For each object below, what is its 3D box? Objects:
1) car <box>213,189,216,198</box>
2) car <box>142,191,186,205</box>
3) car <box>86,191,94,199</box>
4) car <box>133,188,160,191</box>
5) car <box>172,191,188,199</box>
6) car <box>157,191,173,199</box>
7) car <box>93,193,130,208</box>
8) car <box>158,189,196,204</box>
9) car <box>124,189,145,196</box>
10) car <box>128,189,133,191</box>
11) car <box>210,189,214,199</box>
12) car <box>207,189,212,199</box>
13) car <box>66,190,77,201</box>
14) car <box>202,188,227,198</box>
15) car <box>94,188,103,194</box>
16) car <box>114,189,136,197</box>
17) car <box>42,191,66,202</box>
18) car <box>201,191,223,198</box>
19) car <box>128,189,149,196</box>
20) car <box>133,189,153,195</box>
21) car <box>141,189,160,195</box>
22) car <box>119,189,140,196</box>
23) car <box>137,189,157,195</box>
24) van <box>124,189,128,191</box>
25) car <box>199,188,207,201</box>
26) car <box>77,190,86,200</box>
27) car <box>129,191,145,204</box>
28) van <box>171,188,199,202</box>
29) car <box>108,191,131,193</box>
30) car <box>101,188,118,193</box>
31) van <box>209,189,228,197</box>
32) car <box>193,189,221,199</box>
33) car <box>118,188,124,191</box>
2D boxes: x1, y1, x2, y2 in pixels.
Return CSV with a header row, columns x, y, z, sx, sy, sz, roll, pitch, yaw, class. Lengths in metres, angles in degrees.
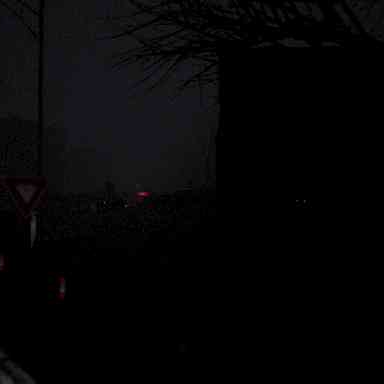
x,y,z,sx,sy,sz,roll,pitch,yaw,class
2.700,0.654,69.141,5.366,1.575,1.946,1,1,14,car
-3.748,1.067,45.096,4.792,1.488,2.163,1,1,14,car
-20.671,0.442,59.904,4.553,1.767,2.185,1,1,14,car
-7.968,0.481,59.306,2.150,2.045,5.566,1,1,15,car
-2.454,0.593,68.760,1.837,1.490,4.892,1,1,14,car
-5.567,0.529,68.704,1.837,1.490,4.892,1,1,14,car
-9.566,1.124,39.862,1.994,1.385,4.181,1,1,12,car
-2.325,0.850,50.340,4.553,1.767,2.185,1,1,14,car
-14.469,0.038,83.933,4.553,1.767,2.185,1,1,14,car
-16.573,0.295,75.936,5.008,1.535,2.097,1,1,14,car
1.133,0.752,63.806,4.892,1.521,2.231,1,1,15,car
0.457,0.796,61.239,5.008,1.535,2.097,1,1,14,car
-22.085,0.645,54.577,5.008,1.535,2.097,1,1,14,car
5.337,0.221,79.935,5.566,2.045,2.435,1,1,14,car
-20.019,0.525,62.590,4.892,1.521,2.231,1,1,14,car
-15.907,0.124,78.610,4.553,1.767,2.185,1,1,14,car
-22.739,0.555,51.891,4.553,1.767,2.185,1,1,14,car
4.607,0.556,77.258,4.674,1.452,2.002,1,1,15,car
-13.806,0.124,86.611,4.892,1.521,2.231,1,1,14,car
-13.117,0.083,89.280,4.892,1.521,2.231,1,1,14,car
-11.739,0.005,94.618,4.892,1.521,2.231,1,1,14,car
-15.218,0.080,81.279,4.553,1.767,2.185,1,1,14,car
-12.428,0.044,91.949,4.892,1.521,2.231,1,1,14,car
-17.141,0.116,73.232,4.442,1.987,1.878,1,1,14,van
-0.234,0.722,58.417,4.553,1.767,2.185,1,1,15,car
-21.390,0.646,57.244,4.674,1.452,2.002,1,1,14,car
-7.347,1.006,49.643,1.994,1.385,4.181,1,1,14,car
-1.739,0.708,53.190,4.442,1.987,1.878,1,1,14,van
-10.466,1.003,49.582,1.895,1.301,4.718,1,1,15,car
-18.659,0.181,67.928,5.566,2.045,2.435,1,1,14,car
6.815,0.163,85.293,4.442,1.987,1.878,1,1,14,van
3.224,0.354,72.000,5.566,2.045,2.435,1,1,14,car
-17.766,0.386,70.549,5.366,1.575,1.946,1,1,14,car
